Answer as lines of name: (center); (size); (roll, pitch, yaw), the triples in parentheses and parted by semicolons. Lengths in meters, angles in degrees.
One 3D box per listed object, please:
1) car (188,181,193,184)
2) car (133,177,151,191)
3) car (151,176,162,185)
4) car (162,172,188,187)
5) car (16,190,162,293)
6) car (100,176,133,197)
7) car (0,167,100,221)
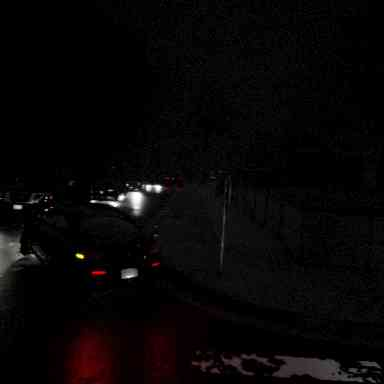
car: (-0.995, -2.130, 58.523); (1.882, 1.535, 5.008); (3, 3, 9)
car: (-5.797, -0.880, 34.336); (1.895, 1.301, 4.718); (3, 3, 1)
car: (-5.126, -1.733, 50.043); (1.895, 1.301, 4.718); (3, 3, 5)
car: (-2.357, -1.834, 47.376); (2.150, 2.045, 5.566); (3, 3, 4)
car: (-2.367, 0.947, 7.283); (1.812, 1.442, 4.674); (0, 5, -37)
car: (-5.887, -0.357, 24.161); (1.837, 1.490, 4.892); (3, 4, 0)
car: (-5.930, -0.008, 14.142); (2.150, 2.045, 5.566); (3, 4, 0)
